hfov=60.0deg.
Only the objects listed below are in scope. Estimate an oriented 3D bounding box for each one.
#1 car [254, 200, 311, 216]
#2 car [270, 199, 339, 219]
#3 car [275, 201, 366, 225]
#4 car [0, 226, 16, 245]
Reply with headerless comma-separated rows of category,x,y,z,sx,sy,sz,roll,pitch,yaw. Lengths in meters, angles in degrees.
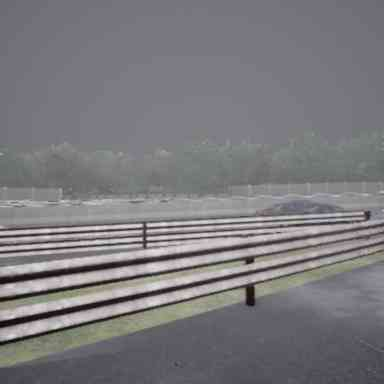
car,7.069,1.471,23.652,5.357,1.411,2.033,-1,0,-18
car,9.540,1.386,28.144,5.357,1.411,2.033,-1,0,-18
car,8.159,1.470,20.325,5.357,1.411,2.033,-1,0,-18
car,-10.348,1.849,14.262,5.008,1.535,1.882,-1,0,-18
